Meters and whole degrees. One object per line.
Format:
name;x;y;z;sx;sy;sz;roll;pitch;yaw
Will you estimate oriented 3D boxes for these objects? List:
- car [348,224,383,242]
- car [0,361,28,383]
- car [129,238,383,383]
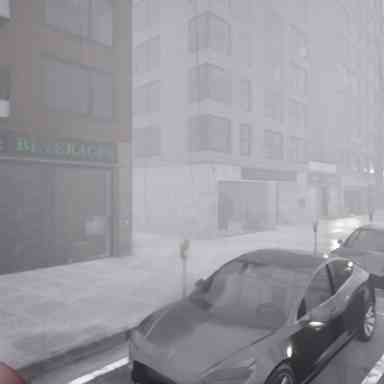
car;4.979;1.566;8.653;1.947;1.339;4.313;0;0;44
car;-2.634;1.545;0.644;1.887;1.381;4.507;0;0;44
car;1.172;1.566;4.649;1.947;1.339;4.313;0;0;44
